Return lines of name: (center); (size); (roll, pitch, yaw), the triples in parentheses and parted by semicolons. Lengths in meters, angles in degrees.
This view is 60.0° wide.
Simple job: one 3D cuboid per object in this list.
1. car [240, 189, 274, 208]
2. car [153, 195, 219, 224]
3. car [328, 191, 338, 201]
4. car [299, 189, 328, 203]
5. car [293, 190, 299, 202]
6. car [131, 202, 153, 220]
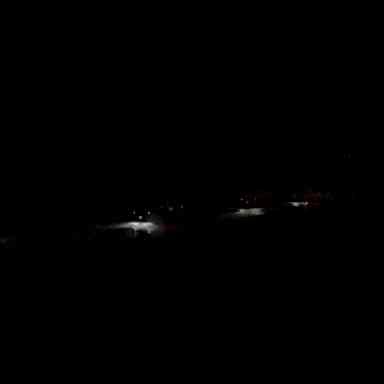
car: (7.466, 0.690, 37.879); (2.150, 2.045, 5.566); (-1, 0, 35)
car: (-0.084, 1.041, 21.987); (2.097, 1.767, 4.553); (-1, 0, 35)
car: (22.845, 0.585, 55.063); (1.882, 1.535, 5.008); (-1, 0, 35)
car: (17.156, 0.605, 46.778); (2.097, 1.767, 4.553); (-1, 0, 35)
car: (17.710, 0.521, 52.486); (2.150, 2.045, 5.566); (-1, 0, 35)
car: (-1.944, 1.253, 24.240); (2.033, 1.411, 5.357); (-1, 0, 34)
